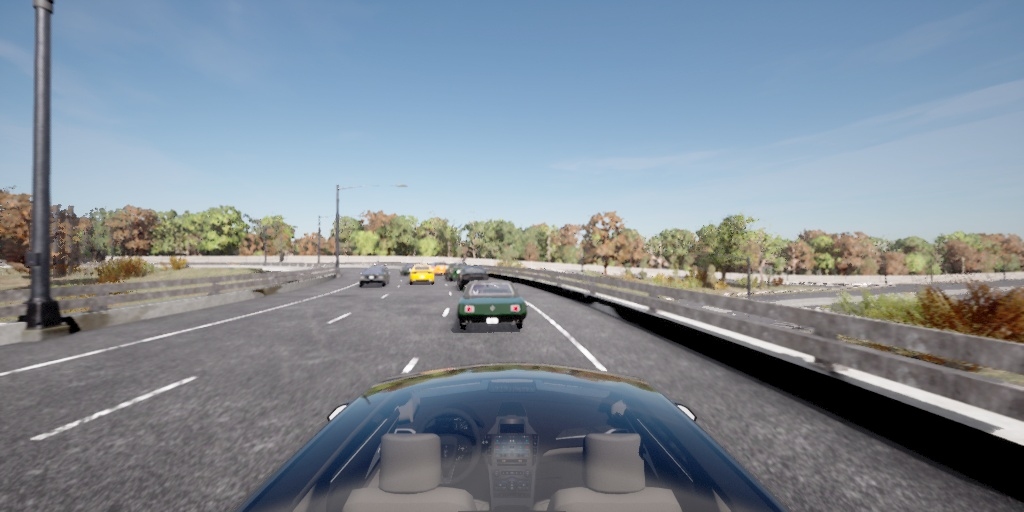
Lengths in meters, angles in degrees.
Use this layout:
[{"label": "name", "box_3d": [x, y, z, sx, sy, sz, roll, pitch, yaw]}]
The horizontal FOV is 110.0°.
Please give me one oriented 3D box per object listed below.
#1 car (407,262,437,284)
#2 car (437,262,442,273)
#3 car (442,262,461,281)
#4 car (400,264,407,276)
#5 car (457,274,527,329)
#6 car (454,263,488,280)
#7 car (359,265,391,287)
[{"label": "car", "box_3d": [-7.666, 1.499, 30.405, 1.882, 1.535, 5.008, 0, 0, -15]}, {"label": "car", "box_3d": [-9.348, 1.511, 45.559, 2.097, 1.767, 4.553, 0, -1, -23]}, {"label": "car", "box_3d": [-5.228, 1.403, 34.415, 2.097, 1.767, 4.553, 0, -1, -17]}, {"label": "car", "box_3d": [-12.750, 1.723, 44.635, 1.994, 1.385, 4.181, 0, 0, -23]}, {"label": "car", "box_3d": [-0.711, 1.441, 11.681, 1.895, 1.301, 4.718, 0, -1, -5]}, {"label": "car", "box_3d": [-2.684, 1.434, 24.376, 1.882, 1.535, 5.008, 0, -1, -12]}, {"label": "car", "box_3d": [-10.471, 1.550, 27.551, 2.033, 1.411, 5.357, 0, -1, -15]}]
